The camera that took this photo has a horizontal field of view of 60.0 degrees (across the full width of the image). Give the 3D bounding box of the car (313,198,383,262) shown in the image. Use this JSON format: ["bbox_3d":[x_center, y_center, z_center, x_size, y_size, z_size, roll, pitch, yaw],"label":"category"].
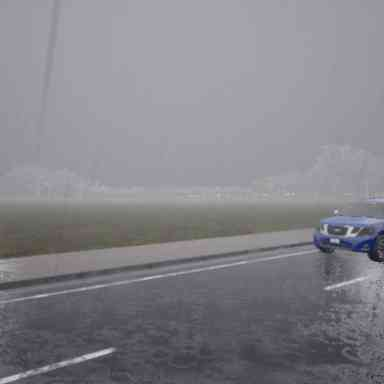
[{"bbox_3d":[7.012,1.280,12.696,5.566,2.045,2.150,0,0,-36],"label":"car"}]
